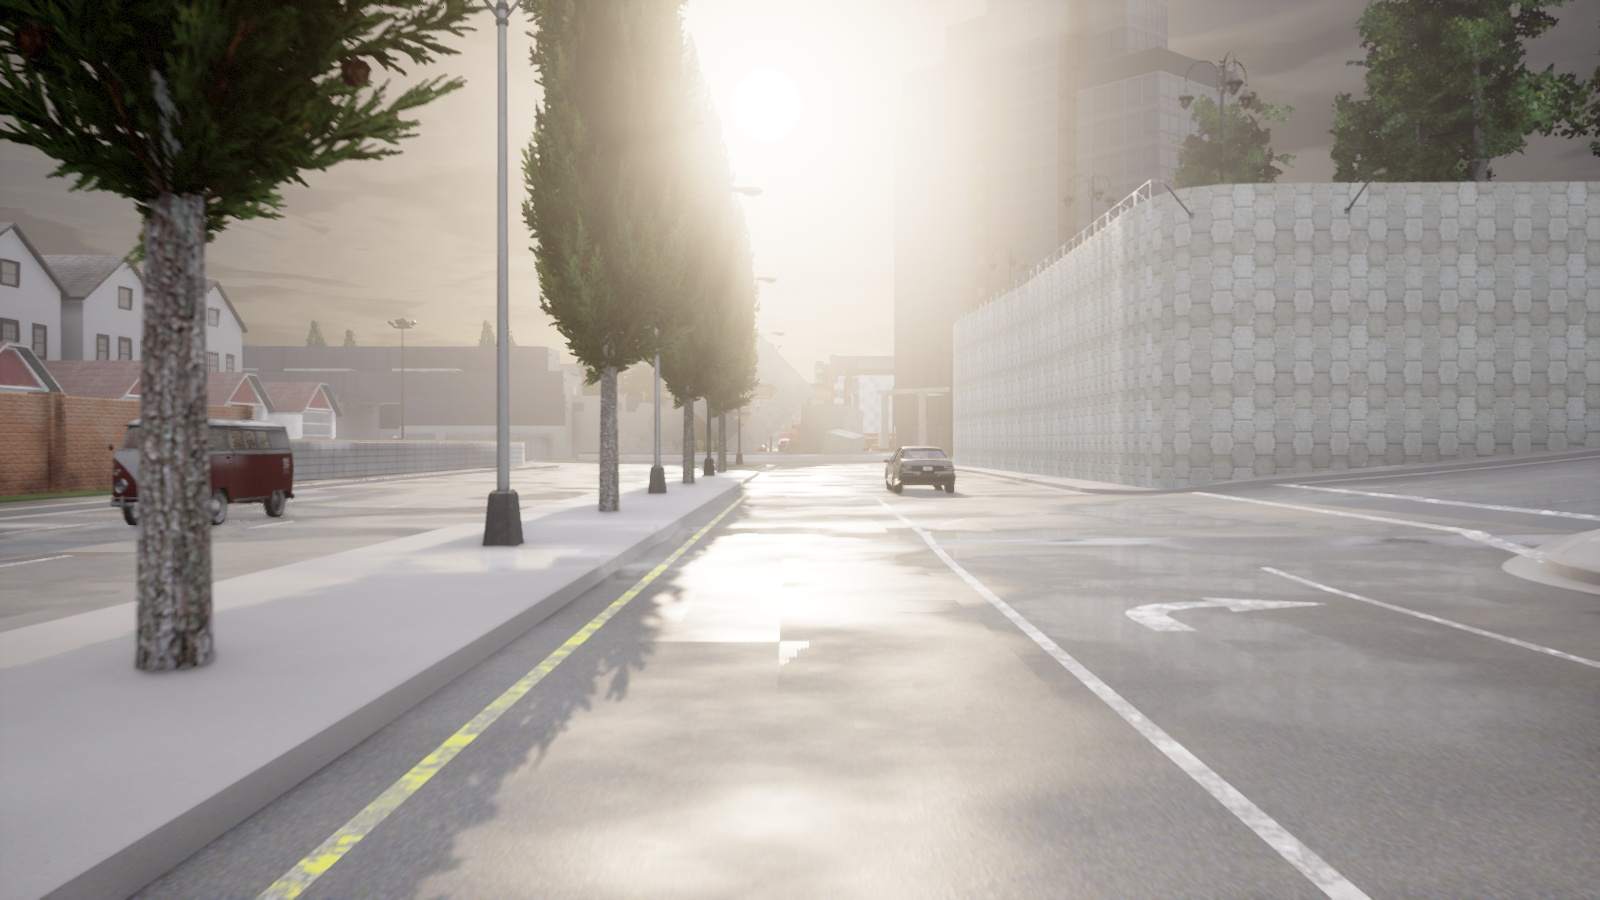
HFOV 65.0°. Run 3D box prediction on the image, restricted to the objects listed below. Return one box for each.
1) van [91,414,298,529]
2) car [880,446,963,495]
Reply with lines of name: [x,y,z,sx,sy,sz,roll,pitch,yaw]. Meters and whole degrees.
van: [-11.349,0.355,23.911,1.775,1.987,4.442,0,0,0]
car: [3.681,0.578,38.869,2.033,1.411,5.357,0,0,0]
